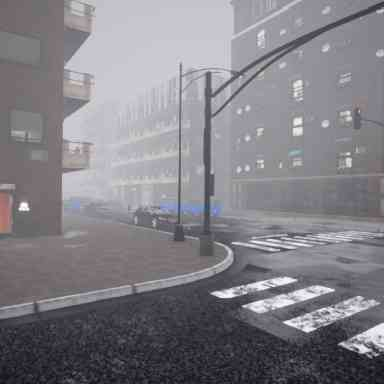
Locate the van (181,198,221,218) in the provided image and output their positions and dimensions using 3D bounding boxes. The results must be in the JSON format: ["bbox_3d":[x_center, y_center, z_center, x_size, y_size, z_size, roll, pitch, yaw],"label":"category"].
[{"bbox_3d":[0.953,1.439,30.719,1.690,1.788,3.998,1,-1,-35],"label":"van"}]

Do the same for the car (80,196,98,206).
[{"bbox_3d":[-18.107,1.597,58.349,1.967,1.590,4.097,1,-1,-35],"label":"car"}]

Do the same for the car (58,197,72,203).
[{"bbox_3d":[-27.637,1.727,72.163,1.887,1.381,4.507,1,-1,-35],"label":"car"}]

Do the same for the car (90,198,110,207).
[{"bbox_3d":[-14.931,1.730,53.742,1.802,1.307,4.206,1,-1,-35],"label":"car"}]

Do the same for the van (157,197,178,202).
[{"bbox_3d":[-2.224,1.450,35.325,1.690,1.788,3.998,1,-1,-35],"label":"van"}]

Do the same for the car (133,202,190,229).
[{"bbox_3d":[-2.358,1.539,21.639,2.008,1.369,4.403,1,-1,-35],"label":"car"}]

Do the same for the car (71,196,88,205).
[{"bbox_3d":[-21.283,1.605,62.954,1.967,1.590,4.097,1,-1,-35],"label":"car"}]

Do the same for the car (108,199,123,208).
[{"bbox_3d":[-11.755,1.683,49.138,1.887,1.381,4.507,1,-1,-35],"label":"car"}]

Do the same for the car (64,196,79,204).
[{"bbox_3d":[-24.460,1.614,67.559,1.967,1.590,4.097,1,-1,-35],"label":"car"}]

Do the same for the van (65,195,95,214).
[{"bbox_3d":[-11.886,1.361,35.455,1.690,1.788,3.998,1,-1,-35],"label":"van"}]

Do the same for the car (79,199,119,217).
[{"bbox_3d":[-8.712,1.591,30.849,1.802,1.307,4.206,1,-1,-35],"label":"car"}]

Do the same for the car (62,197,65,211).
[{"bbox_3d":[-15.065,1.580,40.059,2.008,1.369,4.403,1,-1,-35],"label":"car"}]
